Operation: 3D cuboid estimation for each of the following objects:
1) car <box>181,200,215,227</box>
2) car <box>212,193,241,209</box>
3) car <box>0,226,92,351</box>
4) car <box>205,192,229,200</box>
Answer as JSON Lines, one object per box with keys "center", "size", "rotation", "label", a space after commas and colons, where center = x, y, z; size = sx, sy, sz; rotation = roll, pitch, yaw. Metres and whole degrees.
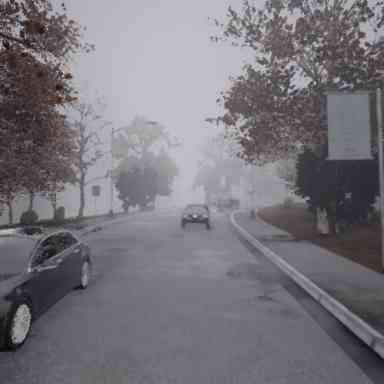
{"center": [0.348, 1.482, 22.387], "size": [2.033, 1.411, 5.357], "rotation": [0, 0, 4], "label": "car"}
{"center": [4.639, 1.284, 41.316], "size": [2.128, 1.511, 4.902], "rotation": [-2, 0, 23], "label": "car"}
{"center": [-3.332, 1.488, 6.223], "size": [1.837, 1.490, 4.892], "rotation": [0, 0, 0], "label": "car"}
{"center": [3.749, 1.068, 47.370], "size": [2.150, 2.045, 5.566], "rotation": [-2, -1, 30], "label": "car"}
